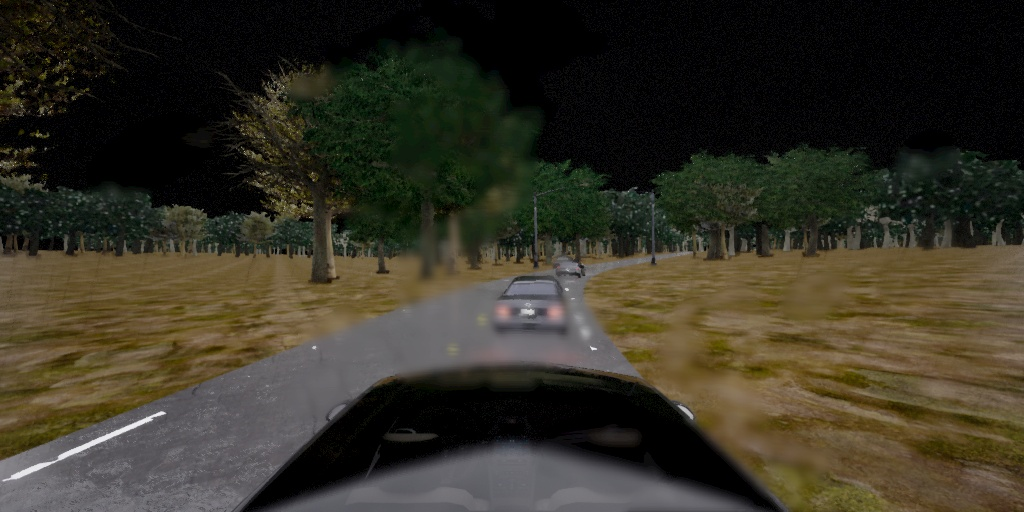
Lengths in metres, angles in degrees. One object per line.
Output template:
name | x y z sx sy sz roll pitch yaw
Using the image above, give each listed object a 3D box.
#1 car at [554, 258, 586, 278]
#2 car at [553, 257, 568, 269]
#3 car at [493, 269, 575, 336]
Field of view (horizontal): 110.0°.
car | 5.229 1.126 31.162 1.994 1.385 4.181 0 0 18
car | 6.316 0.946 42.679 1.837 1.490 4.892 -1 1 25
car | 0.688 1.280 10.384 2.033 1.411 5.357 0 0 7
